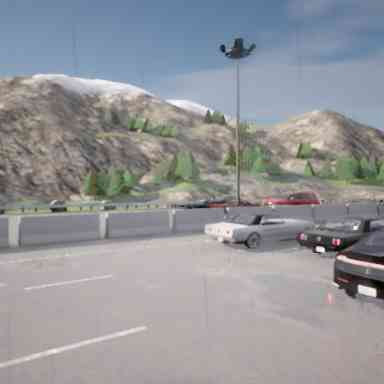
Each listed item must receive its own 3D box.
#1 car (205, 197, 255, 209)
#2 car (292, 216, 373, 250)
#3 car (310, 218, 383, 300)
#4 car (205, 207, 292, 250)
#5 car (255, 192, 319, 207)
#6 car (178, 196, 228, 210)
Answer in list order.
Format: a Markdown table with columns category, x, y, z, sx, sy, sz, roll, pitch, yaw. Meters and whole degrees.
| category | x | y | z | sx | sy | sz | roll | pitch | yaw |
| --- | --- | --- | --- | --- | --- | --- | --- | --- | --- |
| car | 3.911 | 1.398 | 30.716 | 4.718 | 1.301 | 1.895 | 0 | 0 | -28 |
| car | 5.949 | 1.503 | 11.577 | 4.718 | 1.301 | 1.895 | 0 | 0 | -31 |
| car | 4.978 | 1.426 | 6.876 | 4.902 | 1.511 | 2.128 | 0 | 0 | -32 |
| car | 2.988 | 1.503 | 13.876 | 4.718 | 1.301 | 1.895 | 0 | 0 | -31 |
| car | 8.642 | 1.007 | 29.222 | 5.566 | 2.045 | 2.150 | 0 | 0 | -26 |
| car | 0.969 | 1.398 | 33.107 | 4.718 | 1.301 | 1.895 | 0 | 0 | -28 |
